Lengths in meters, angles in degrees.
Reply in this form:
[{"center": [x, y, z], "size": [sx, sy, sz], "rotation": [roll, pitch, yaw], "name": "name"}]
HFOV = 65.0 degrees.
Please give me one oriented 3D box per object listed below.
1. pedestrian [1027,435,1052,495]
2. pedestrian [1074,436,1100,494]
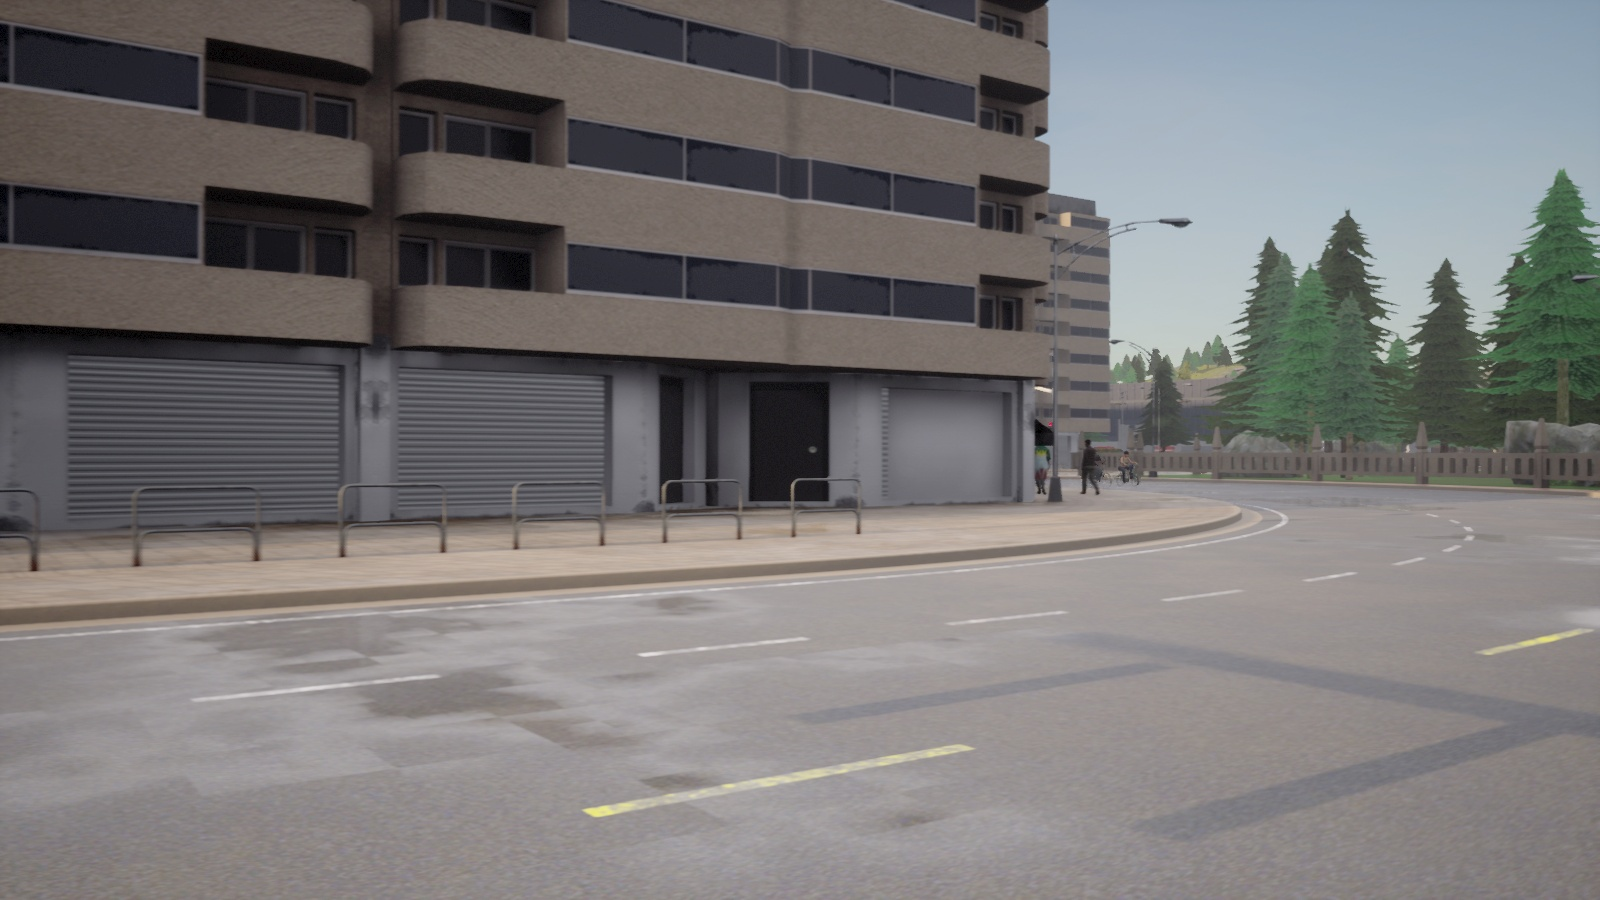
[{"center": [7.879, 0.481, 41.311], "size": [0.659, 1.952, 0.873], "rotation": [0, 0, -1], "name": "pedestrian"}, {"center": [9.220, 0.475, 40.327], "size": [0.431, 1.840, 0.703], "rotation": [0, 0, -30], "name": "pedestrian"}]
